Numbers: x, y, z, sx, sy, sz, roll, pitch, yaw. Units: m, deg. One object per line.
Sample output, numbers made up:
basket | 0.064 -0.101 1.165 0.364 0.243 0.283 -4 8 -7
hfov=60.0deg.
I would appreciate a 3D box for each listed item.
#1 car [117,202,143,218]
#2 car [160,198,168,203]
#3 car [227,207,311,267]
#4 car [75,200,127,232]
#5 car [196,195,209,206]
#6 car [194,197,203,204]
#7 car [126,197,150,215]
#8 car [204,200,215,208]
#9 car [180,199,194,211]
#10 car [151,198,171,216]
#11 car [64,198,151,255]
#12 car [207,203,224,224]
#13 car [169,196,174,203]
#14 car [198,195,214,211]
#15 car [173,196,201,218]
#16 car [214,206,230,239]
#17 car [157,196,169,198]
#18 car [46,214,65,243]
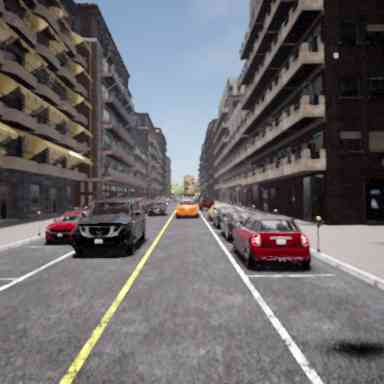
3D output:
car | -6.193 1.762 33.578 1.752 1.417 4.829 0 0 -1
car | -7.031 2.112 83.851 1.802 1.307 4.206 0 0 -1
car | 2.555 1.483 11.587 1.967 1.590 4.097 0 0 -1
car | -6.009 1.491 22.616 2.192 1.841 5.009 0 0 -1
car | 1.971 1.566 64.430 2.150 2.045 5.566 0 0 -1
car | 1.441 1.992 78.391 1.947 1.339 4.313 0 0 -1
car | -6.288 1.585 39.317 2.192 1.841 5.009 0 0 -1
car | 2.274 1.662 28.458 1.752 1.417 4.829 0 0 -1
car | -0.677 1.738 46.216 1.882 1.535 5.008 0 0 0
car | -3.554 1.735 35.565 1.837 1.490 4.892 0 -1 -1
car | -3.295 1.320 14.321 2.150 2.045 5.566 0 1 -1
car | 2.370 1.655 22.721 2.008 1.369 4.403 0 0 -1
car | -4.183 1.590 73.559 2.097 1.767 4.553 0 0 -1
car | 1.999 1.545 44.990 2.192 1.841 5.009 0 0 -1
car | -0.436 1.533 32.428 2.097 1.767 4.553 0 0 0
car | 2.462 1.625 17.154 2.008 1.369 4.403 0 0 -1
car | -6.844 1.779 72.718 2.192 1.841 5.009 0 0 -1
car | -5.917 1.689 17.047 1.887 1.381 4.507 0 0 -1
